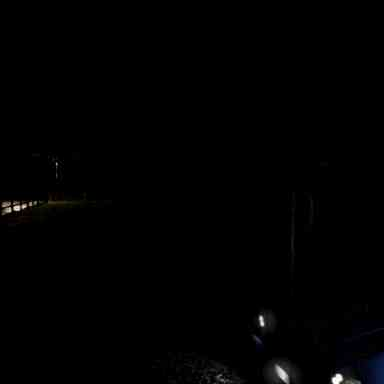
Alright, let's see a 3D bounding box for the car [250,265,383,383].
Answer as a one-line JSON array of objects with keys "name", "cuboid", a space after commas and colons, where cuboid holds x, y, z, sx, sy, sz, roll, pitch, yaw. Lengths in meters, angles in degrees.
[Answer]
[{"name": "car", "cuboid": [3.518, 1.547, 4.277, 5.357, 1.411, 2.033, 0, 0, -16]}]
